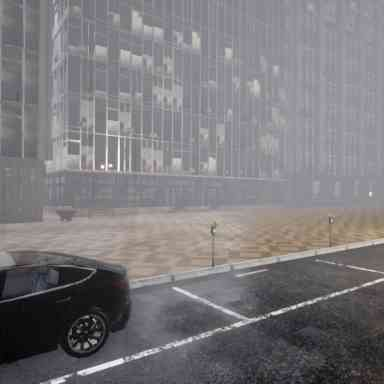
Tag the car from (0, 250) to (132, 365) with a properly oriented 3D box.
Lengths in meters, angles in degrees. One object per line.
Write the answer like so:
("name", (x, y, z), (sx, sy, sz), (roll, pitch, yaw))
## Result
("car", (-2.926, 1.566, 4.466), (4.313, 1.339, 1.947), (0, 1, -35))
